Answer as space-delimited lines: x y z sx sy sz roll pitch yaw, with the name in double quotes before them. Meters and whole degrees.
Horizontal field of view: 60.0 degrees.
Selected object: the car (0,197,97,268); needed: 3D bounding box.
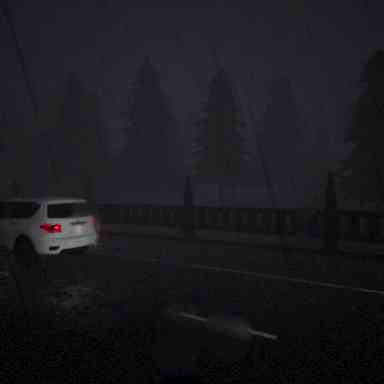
"car" -5.788 1.191 11.396 5.566 2.045 2.150 0 0 29
